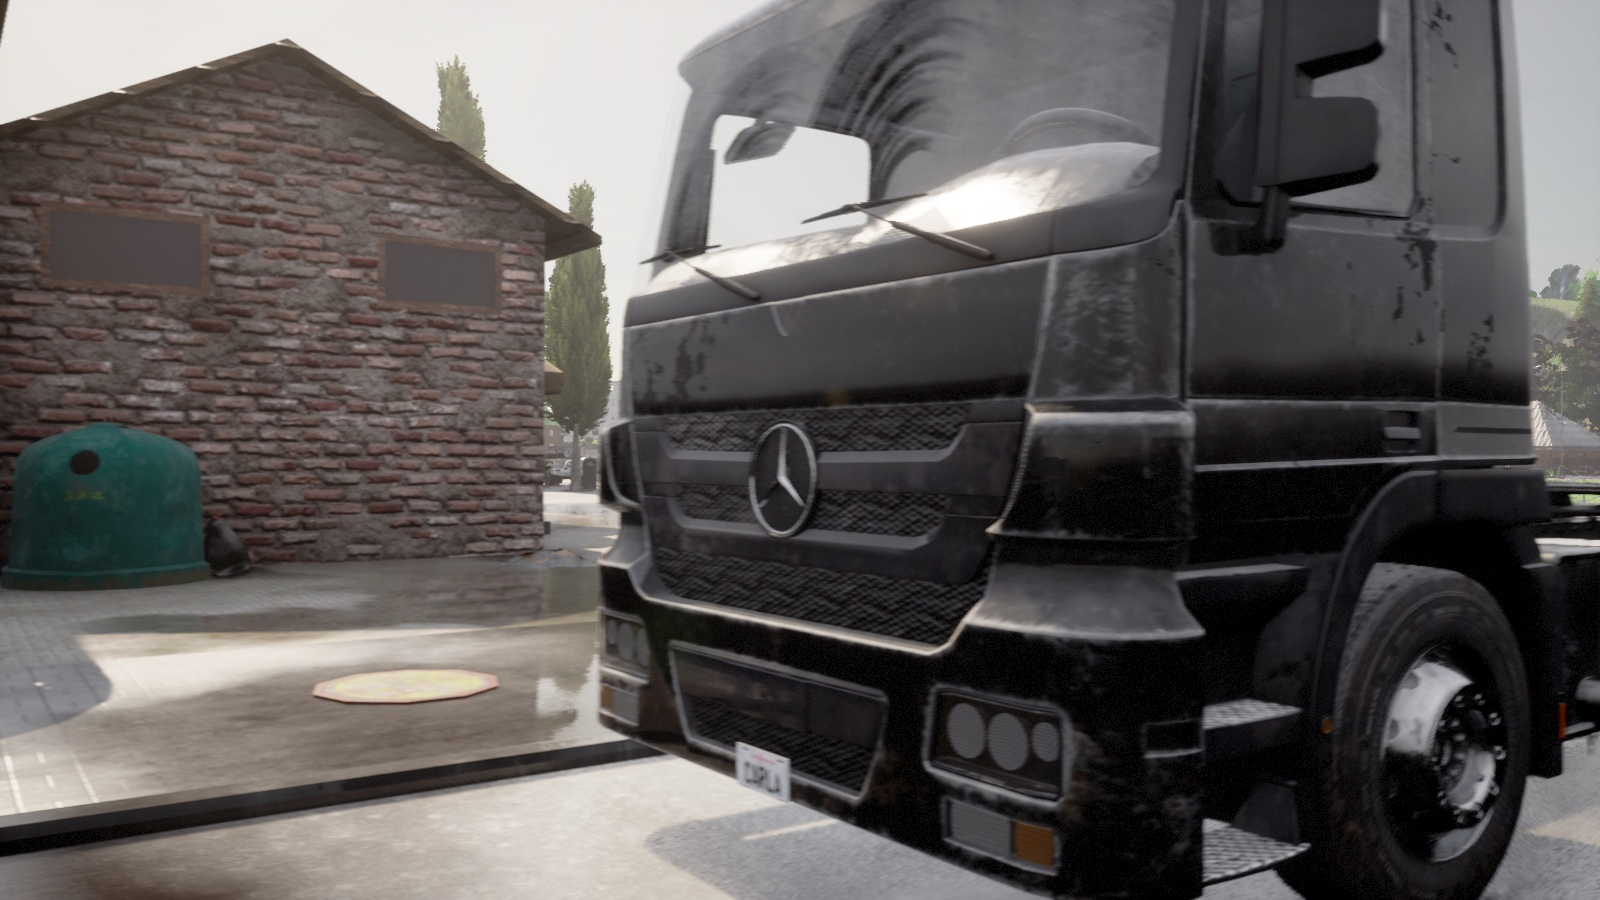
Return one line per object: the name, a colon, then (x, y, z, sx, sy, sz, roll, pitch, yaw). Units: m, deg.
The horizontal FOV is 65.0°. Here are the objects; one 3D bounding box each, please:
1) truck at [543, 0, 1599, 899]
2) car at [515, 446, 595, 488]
truck: (3.007, -0.219, 6.321, 7.936, 3.462, 2.891, 0, 0, -36)
car: (-11.380, 0.764, 58.032, 1.932, 1.855, 4.605, 0, 0, -35)
